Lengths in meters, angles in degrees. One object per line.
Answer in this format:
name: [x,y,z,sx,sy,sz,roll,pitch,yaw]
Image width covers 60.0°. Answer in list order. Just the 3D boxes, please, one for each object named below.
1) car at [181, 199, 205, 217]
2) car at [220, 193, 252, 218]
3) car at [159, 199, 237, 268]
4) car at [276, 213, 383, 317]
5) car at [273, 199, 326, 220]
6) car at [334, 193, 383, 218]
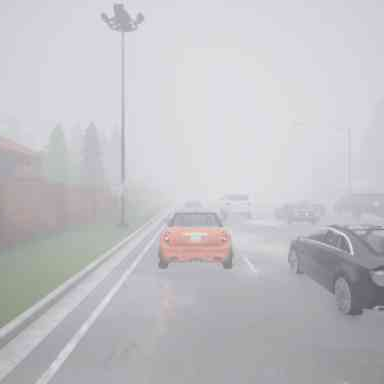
car: [0.103,1.411,29.827,1.994,1.385,4.181,0,0,0]
car: [3.603,1.078,28.069,2.150,2.045,5.566,0,0,0]
car: [0.102,1.293,11.219,2.097,1.767,4.553,0,0,0]
car: [3.601,1.453,7.347,2.128,1.511,4.902,0,0,0]
car: [7.102,1.428,23.107,2.033,1.411,5.357,0,0,0]
car: [14.102,1.077,28.118,2.150,2.045,5.566,0,0,0]
